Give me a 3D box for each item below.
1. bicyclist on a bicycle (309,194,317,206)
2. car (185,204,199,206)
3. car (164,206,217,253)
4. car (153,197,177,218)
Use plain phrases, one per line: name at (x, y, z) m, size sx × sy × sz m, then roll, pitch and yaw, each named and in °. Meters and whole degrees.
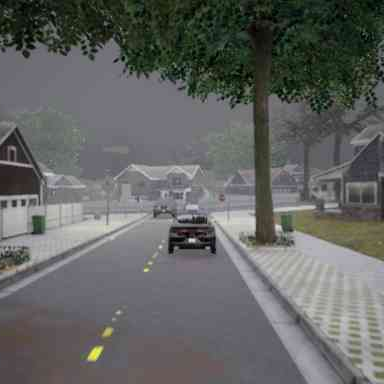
bicyclist on a bicycle at (16.173, 1.087, 44.099) m, size 0.582 × 1.620 × 1.656 m, roll -2°, pitch 1°, yaw -25°
car at (0.024, 1.783, 29.371) m, size 1.812 × 1.442 × 4.674 m, roll 0°, pitch 0°, yaw 0°
car at (0.014, 1.607, 14.467) m, size 1.882 × 1.535 × 5.008 m, roll 0°, pitch 0°, yaw 0°
car at (-2.730, 1.508, 34.687) m, size 2.150 × 2.045 × 5.566 m, roll 0°, pitch -1°, yaw 0°
